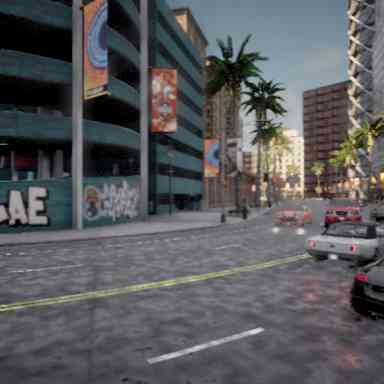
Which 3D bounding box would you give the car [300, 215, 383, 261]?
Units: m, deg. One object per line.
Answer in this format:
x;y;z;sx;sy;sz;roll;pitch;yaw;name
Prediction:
5.975;1.719;11.744;4.718;1.301;1.895;0;-1;-43;car

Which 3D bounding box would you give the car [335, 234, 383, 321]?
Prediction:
4.881;1.624;6.417;4.181;1.385;1.994;0;-1;-37;car

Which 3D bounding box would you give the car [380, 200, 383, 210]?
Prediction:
30.746;1.967;51.041;2.231;1.521;4.892;0;-1;17;car

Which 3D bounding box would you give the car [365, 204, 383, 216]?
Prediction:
16.645;1.842;28.816;1.994;1.385;4.181;0;-1;21;car

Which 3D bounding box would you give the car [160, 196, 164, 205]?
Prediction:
-4.802;1.671;54.359;2.435;2.045;5.566;0;-1;17;car

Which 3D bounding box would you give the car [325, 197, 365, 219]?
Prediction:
10.878;1.373;23.719;2.150;2.045;5.566;-1;-1;28;car

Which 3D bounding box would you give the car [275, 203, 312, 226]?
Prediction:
7.823;1.673;25.422;2.097;1.767;4.553;-1;-1;28;car
